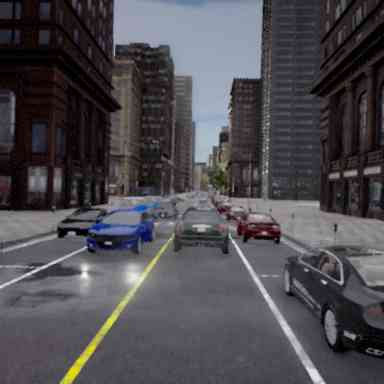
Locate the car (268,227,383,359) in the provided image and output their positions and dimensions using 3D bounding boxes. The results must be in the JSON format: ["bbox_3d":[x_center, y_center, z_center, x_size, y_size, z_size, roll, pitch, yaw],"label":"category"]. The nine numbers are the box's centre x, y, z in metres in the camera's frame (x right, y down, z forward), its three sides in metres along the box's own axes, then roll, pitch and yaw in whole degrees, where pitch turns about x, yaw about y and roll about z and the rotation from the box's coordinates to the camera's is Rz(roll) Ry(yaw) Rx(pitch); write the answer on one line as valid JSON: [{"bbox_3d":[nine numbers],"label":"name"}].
[{"bbox_3d":[2.895,1.647,6.110,2.008,1.369,4.403,2,0,2],"label":"car"}]

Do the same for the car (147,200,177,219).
[{"bbox_3d":[-2.175,1.611,27.635,1.994,1.385,4.181,2,0,2],"label":"car"}]

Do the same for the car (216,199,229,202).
[{"bbox_3d":[4.047,1.807,38.484,1.887,1.381,4.507,2,0,2],"label":"car"}]

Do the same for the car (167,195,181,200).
[{"bbox_3d":[-3.731,1.456,59.317,2.192,1.841,5.009,2,0,2],"label":"car"}]

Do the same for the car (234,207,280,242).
[{"bbox_3d":[3.279,1.693,16.901,1.887,1.381,4.507,2,0,2],"label":"car"}]

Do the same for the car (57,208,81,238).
[{"bbox_3d":[-5.247,1.485,16.937,1.947,1.339,4.313,2,0,2],"label":"car"}]

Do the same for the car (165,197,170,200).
[{"bbox_3d":[-4.305,1.641,43.423,1.802,1.307,4.206,2,0,2],"label":"car"}]

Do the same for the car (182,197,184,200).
[{"bbox_3d":[-4.801,1.548,78.072,4.403,1.369,2.008,1,0,-7],"label":"car"}]

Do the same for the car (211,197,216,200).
[{"bbox_3d":[4.624,1.913,54.672,1.947,1.339,4.313,2,0,2],"label":"car"}]

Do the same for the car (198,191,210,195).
[{"bbox_3d":[3.159,1.580,90.831,2.150,2.045,5.566,2,0,2],"label":"car"}]

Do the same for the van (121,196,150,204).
[{"bbox_3d":[-4.864,1.316,27.532,1.690,1.788,3.998,2,0,2],"label":"van"}]

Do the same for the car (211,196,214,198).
[{"bbox_3d":[5.009,1.977,65.464,1.802,1.307,4.206,2,0,2],"label":"car"}]

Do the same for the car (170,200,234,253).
[{"bbox_3d":[0.429,1.413,14.348,2.097,1.767,4.553,2,0,2],"label":"car"}]

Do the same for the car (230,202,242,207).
[{"bbox_3d":[3.662,1.786,27.693,1.802,1.307,4.206,2,0,2],"label":"car"}]

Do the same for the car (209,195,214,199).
[{"bbox_3d":[5.395,1.996,76.259,1.947,1.339,4.313,2,0,2],"label":"car"}]

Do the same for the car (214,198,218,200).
[{"bbox_3d":[4.239,1.857,43.880,1.947,1.339,4.313,2,0,2],"label":"car"}]

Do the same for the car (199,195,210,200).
[{"bbox_3d":[2.785,1.954,80.661,1.895,1.301,4.718,2,0,2],"label":"car"}]

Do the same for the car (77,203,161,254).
[{"bbox_3d":[-2.701,1.452,13.626,1.882,1.535,5.008,2,0,2],"label":"car"}]

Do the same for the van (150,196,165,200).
[{"bbox_3d":[-4.487,1.372,38.127,1.690,1.788,3.998,2,0,2],"label":"van"}]

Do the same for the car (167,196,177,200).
[{"bbox_3d":[-3.928,1.697,54.018,1.802,1.307,4.206,2,0,2],"label":"car"}]

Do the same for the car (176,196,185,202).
[{"bbox_3d":[-2.859,1.802,83.930,1.802,1.307,4.206,2,0,2],"label":"car"}]
